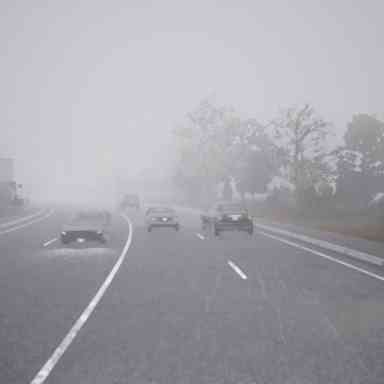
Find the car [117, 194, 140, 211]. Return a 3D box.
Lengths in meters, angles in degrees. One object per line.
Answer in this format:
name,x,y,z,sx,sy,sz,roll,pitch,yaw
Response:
car,-8.054,1.220,41.862,2.150,2.045,5.566,0,0,-21

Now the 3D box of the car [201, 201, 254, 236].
car,1.839,1.339,18.699,2.097,1.767,4.553,0,0,-9

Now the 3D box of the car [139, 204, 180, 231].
car,-1.959,1.542,20.546,2.033,1.411,5.357,0,0,-11

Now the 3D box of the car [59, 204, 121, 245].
car,-4.802,1.552,15.969,2.033,1.411,5.357,0,0,-8
